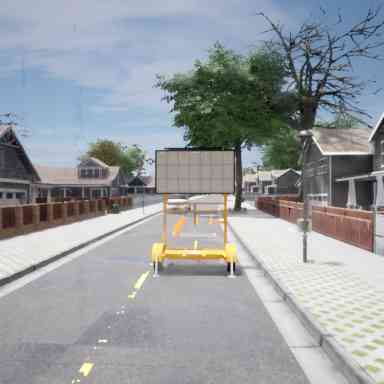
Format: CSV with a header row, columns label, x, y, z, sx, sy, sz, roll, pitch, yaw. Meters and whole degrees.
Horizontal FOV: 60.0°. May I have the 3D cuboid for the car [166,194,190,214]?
label,x,y,z,sx,sy,sz,roll,pitch,yaw
car,-1.431,1.149,34.603,2.150,2.045,5.566,0,0,4

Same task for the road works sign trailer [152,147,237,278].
label,x,y,z,sx,sy,sz,roll,pitch,yaw
road works sign trailer,0.097,0.457,10.144,2.380,3.560,2.880,0,0,2
